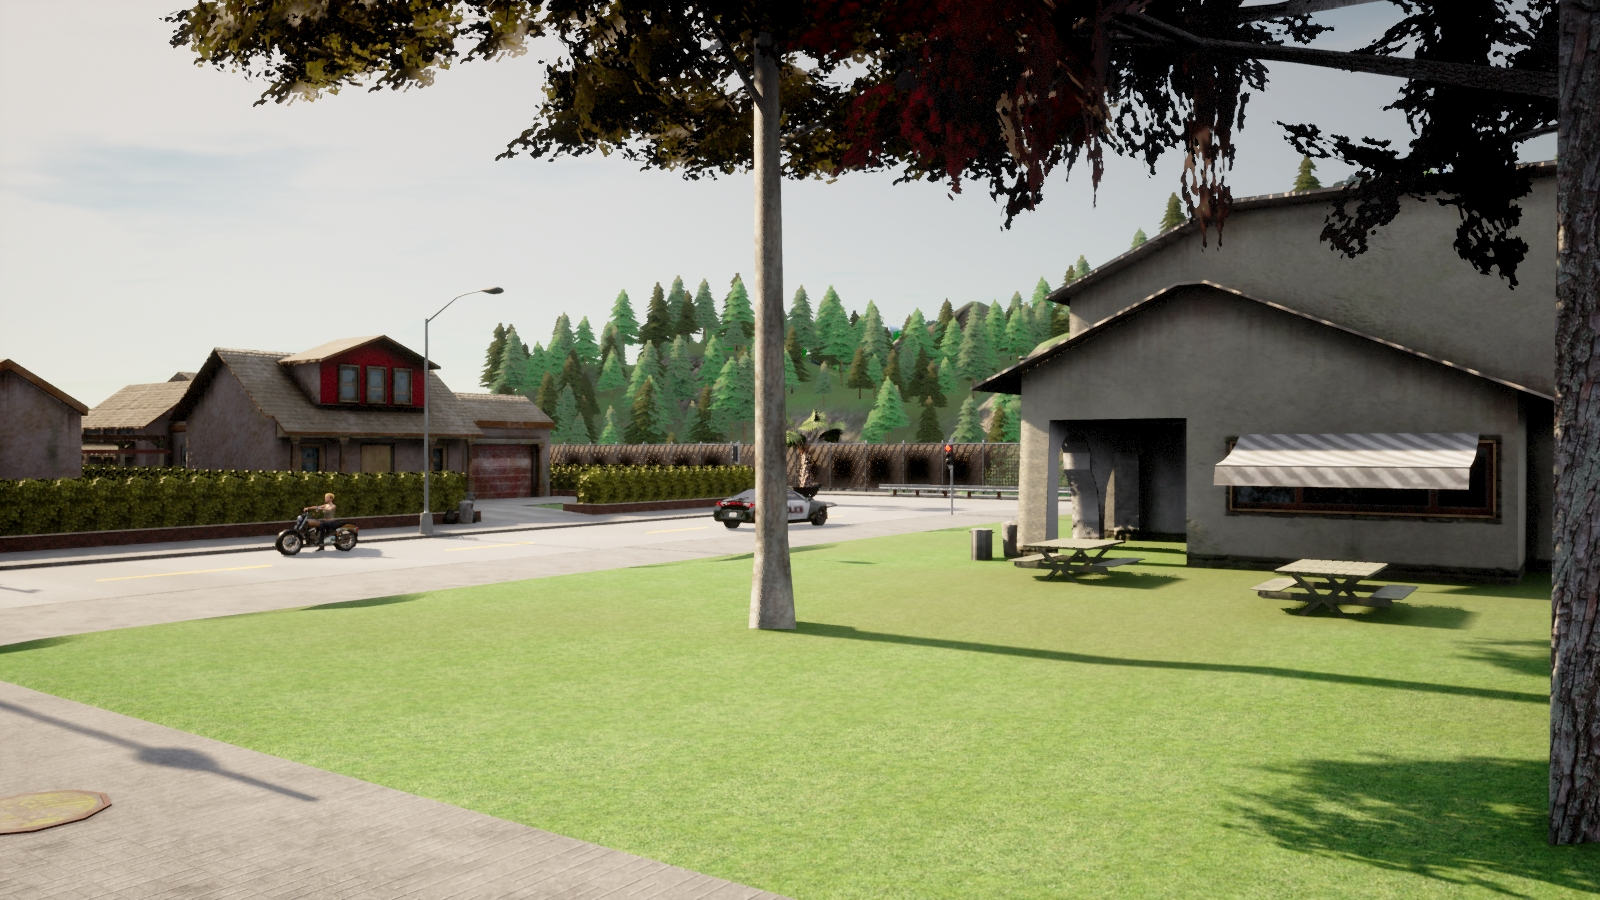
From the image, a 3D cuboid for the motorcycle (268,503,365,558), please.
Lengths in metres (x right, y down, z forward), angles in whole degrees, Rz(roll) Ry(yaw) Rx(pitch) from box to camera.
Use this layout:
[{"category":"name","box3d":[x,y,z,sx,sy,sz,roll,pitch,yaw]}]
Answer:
[{"category":"motorcycle","box3d":[-13.052,2.155,30.913,0.764,1.307,2.356,0,0,35]}]

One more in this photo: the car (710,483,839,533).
[{"category":"car","box3d":[-0.850,2.038,41.431,2.038,1.542,4.974,0,0,37]}]
